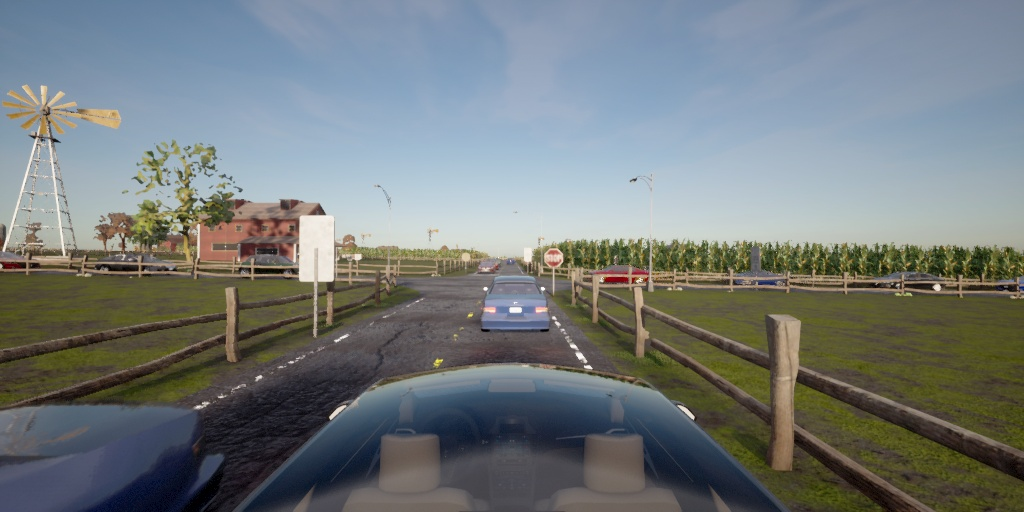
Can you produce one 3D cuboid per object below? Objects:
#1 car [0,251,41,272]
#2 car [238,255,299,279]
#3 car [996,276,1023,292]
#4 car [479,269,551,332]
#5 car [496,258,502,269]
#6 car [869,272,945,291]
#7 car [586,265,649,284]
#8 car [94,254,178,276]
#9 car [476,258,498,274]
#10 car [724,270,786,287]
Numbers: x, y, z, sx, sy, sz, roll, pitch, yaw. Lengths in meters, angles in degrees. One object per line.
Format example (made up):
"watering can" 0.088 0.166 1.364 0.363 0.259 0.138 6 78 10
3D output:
"car" -37.763 0.370 26.245 5.008 1.535 1.882 1 -1 0
"car" -17.110 0.721 26.127 4.553 1.767 2.097 1 -1 0
"car" 42.131 2.257 28.728 5.008 1.535 1.882 1 -1 1
"car" 0.075 1.300 10.827 2.033 1.411 5.357 0 0 0
"car" -2.991 1.133 51.650 2.097 1.767 4.553 0 0 0
"car" 31.685 2.045 28.814 4.892 1.490 1.837 1 -1 0
"car" 8.502 1.480 28.941 5.008 1.535 1.882 1 -1 0
"car" -27.320 0.623 26.179 4.902 1.511 2.128 1 -1 0
"car" -2.936 1.296 41.813 1.812 1.442 4.674 0 0 -1
"car" 19.504 1.823 28.886 4.181 1.385 1.994 1 -1 0
